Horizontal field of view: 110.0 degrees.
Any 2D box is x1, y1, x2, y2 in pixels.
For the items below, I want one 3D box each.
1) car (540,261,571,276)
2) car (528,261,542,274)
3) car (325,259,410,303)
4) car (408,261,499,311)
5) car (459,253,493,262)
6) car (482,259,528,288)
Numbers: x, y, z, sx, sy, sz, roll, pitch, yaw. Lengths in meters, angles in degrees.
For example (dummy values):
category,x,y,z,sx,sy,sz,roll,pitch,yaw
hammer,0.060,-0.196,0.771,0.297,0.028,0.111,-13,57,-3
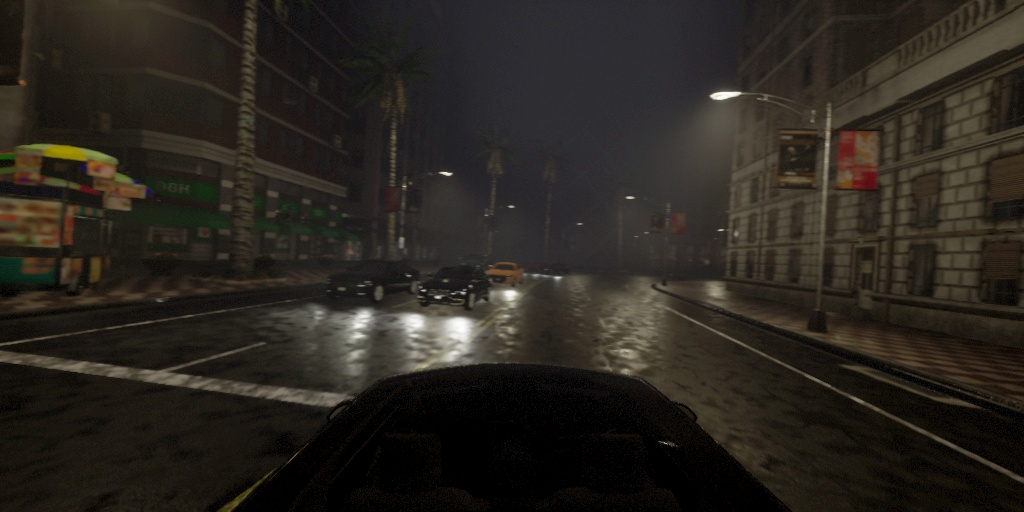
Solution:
category,x,y,z,sx,sy,sz,roll,pitch,yaw
car,5.584,1.566,42.650,1.837,1.490,4.892,3,0,30
car,3.464,1.407,45.984,1.882,1.535,5.008,3,0,31
car,-5.473,0.886,14.781,1.882,1.535,5.008,3,0,9
car,-2.042,1.122,14.100,1.837,1.490,4.892,3,0,9
car,-3.002,0.769,29.547,2.150,2.045,5.566,3,0,12
car,-0.400,1.187,24.334,1.882,1.535,5.008,3,0,10
